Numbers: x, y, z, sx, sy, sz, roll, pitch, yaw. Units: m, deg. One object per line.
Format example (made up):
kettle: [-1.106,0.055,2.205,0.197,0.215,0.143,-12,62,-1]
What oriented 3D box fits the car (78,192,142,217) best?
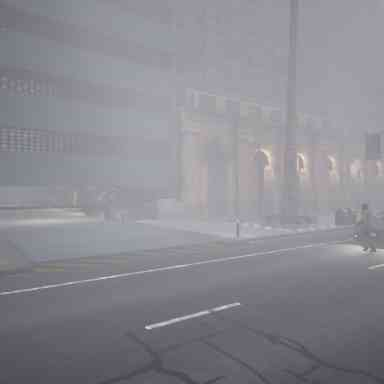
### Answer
car: [-7.097,1.029,29.324,5.566,2.045,2.435,0,0,-36]

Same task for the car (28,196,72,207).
car: [-18.528,1.463,43.891,4.718,1.301,1.895,0,0,-36]

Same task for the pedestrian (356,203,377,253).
pedestrian: [6.465,1.294,12.310,0.375,1.860,0.375,0,0,-36]

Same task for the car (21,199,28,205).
car: [-24.934,1.413,53.572,4.786,1.482,2.161,0,0,-36]

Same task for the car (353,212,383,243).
car: [9.021,1.562,14.775,4.181,1.385,1.994,0,0,-36]
